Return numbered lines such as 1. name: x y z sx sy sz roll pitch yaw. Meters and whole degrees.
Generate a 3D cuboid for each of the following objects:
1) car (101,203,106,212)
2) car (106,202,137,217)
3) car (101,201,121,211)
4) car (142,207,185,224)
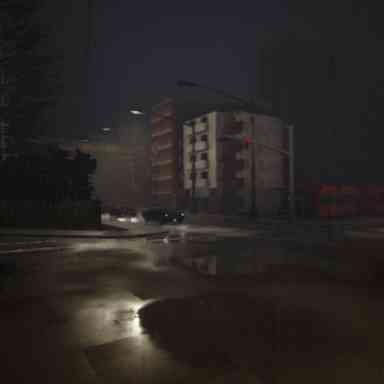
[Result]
1. car: -12.612 2.156 44.705 1.895 1.301 4.718 0 -1 -31
2. car: -7.514 1.992 36.218 1.994 1.385 4.181 0 -1 -31
3. car: -12.698 2.191 51.973 1.994 1.385 4.181 0 -1 -31
4. car: -2.447 1.903 27.798 1.895 1.301 4.718 0 -1 -31
